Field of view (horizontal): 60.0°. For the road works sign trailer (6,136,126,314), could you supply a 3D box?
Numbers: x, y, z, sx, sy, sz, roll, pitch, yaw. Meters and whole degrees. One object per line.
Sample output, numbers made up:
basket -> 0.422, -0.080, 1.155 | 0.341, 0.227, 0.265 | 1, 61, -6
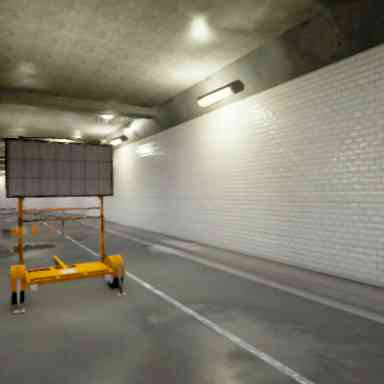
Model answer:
road works sign trailer -> -3.145, 0.523, 8.072 | 2.380, 3.560, 2.880 | -1, 0, -30
